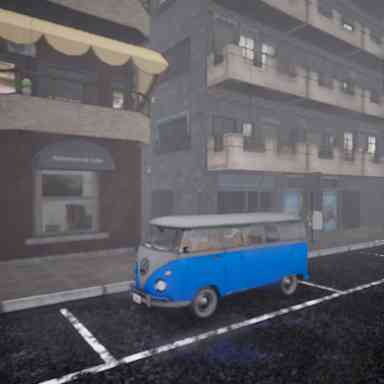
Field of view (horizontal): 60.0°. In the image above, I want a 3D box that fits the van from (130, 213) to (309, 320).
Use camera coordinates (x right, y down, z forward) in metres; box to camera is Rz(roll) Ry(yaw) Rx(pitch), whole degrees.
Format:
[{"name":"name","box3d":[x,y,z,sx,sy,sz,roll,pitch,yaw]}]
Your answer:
[{"name":"van","box3d":[0.740,1.368,7.095,3.998,1.788,1.690,0,-1,-35]}]
